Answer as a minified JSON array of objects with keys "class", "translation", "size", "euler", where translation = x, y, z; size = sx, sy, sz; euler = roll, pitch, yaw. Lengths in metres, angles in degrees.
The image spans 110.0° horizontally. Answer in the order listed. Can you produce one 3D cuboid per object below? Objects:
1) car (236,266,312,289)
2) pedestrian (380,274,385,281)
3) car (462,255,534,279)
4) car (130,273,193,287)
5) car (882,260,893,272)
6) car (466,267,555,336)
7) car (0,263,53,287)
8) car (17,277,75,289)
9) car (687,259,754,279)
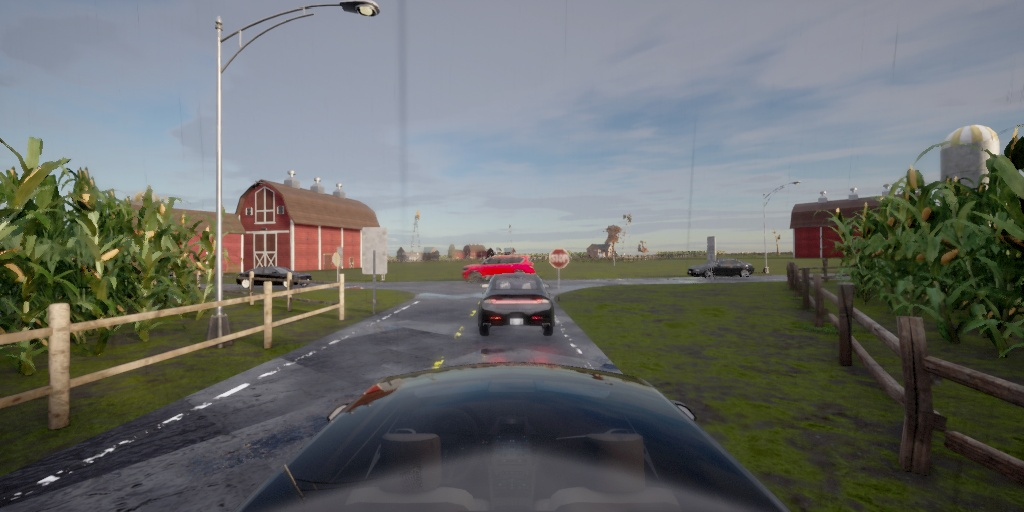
[{"class":"car","translation":[-16.865,1.473,25.556],"size":[5.008,1.535,1.882],"euler":[-1,-1,5]},{"class":"pedestrian","translation":[-11.179,1.241,30.987],"size":[0.375,1.860,0.375],"euler":[0,0,4]},{"class":"car","translation":[-1.044,0.989,27.625],"size":[5.566,2.045,2.150],"euler":[-1,0,0]},{"class":"car","translation":[-26.747,1.707,26.676],"size":[5.357,1.411,2.033],"euler":[-1,-1,8]},{"class":"car","translation":[31.563,0.682,29.872],"size":[5.008,1.535,1.882],"euler":[-1,0,-8]},{"class":"car","translation":[0.106,1.243,10.382],"size":[2.128,1.511,4.902],"euler":[0,0,0]},{"class":"car","translation":[-45.988,1.732,33.295],"size":[5.566,2.045,2.150],"euler":[-1,-1,15]},{"class":"car","translation":[-36.869,1.853,28.400],"size":[4.674,1.442,1.812],"euler":[-1,-1,11]},{"class":"car","translation":[16.315,0.973,28.176],"size":[4.892,1.490,1.837],"euler":[-1,0,-4]}]
